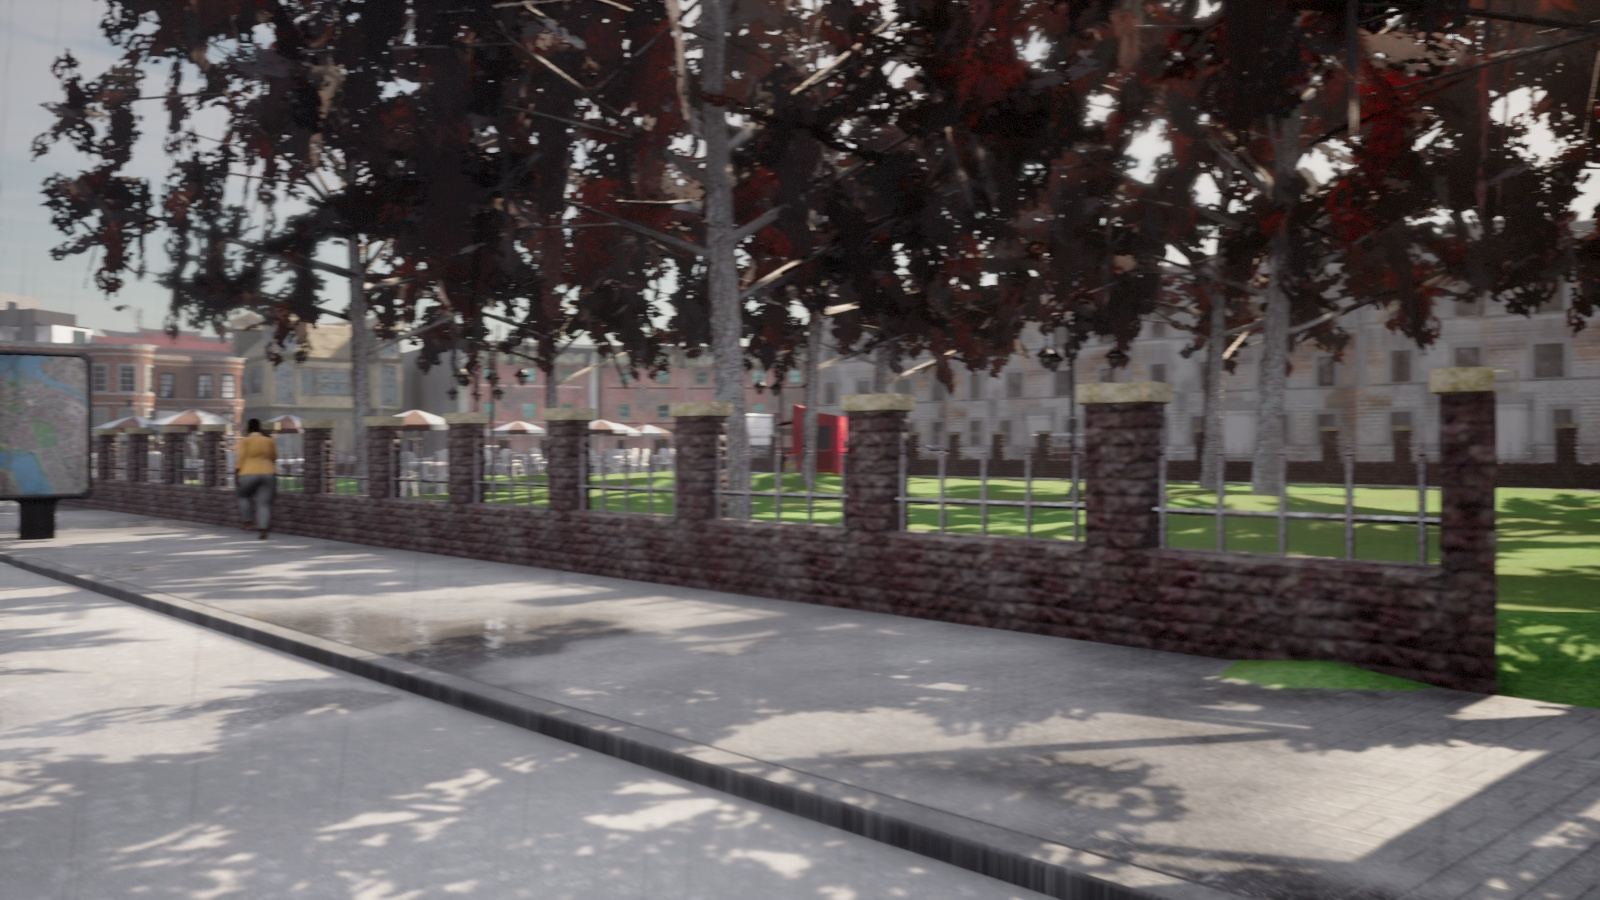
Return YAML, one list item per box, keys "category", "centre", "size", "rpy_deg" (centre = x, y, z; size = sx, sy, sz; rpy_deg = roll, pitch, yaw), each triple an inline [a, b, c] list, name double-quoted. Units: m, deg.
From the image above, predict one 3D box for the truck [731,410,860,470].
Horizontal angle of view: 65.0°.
- category: "truck"
  centre: [-0.361, -0.585, 75.525]
  size: [7.936, 3.462, 2.891]
  rpy_deg: [0, 0, 44]

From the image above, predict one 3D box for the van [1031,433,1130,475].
- category: "van"
  centre: [13.477, 0.176, 60.578]
  size: [1.775, 1.987, 4.442]
  rpy_deg: [0, 0, -42]

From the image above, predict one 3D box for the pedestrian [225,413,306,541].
- category: "pedestrian"
  centre: [-8.045, 0.393, 18.881]
  size: [0.874, 1.855, 0.900]
  rpy_deg: [0, 0, -41]

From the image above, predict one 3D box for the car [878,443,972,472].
- category: "car"
  centre: [6.745, 0.366, 68.008]
  size: [2.128, 1.511, 4.902]
  rpy_deg: [0, 0, -42]
